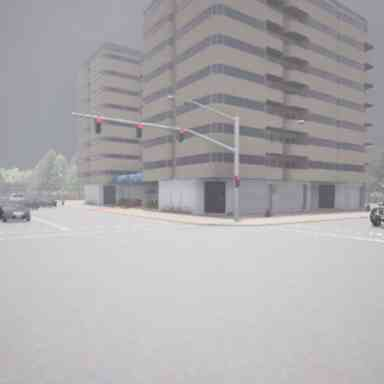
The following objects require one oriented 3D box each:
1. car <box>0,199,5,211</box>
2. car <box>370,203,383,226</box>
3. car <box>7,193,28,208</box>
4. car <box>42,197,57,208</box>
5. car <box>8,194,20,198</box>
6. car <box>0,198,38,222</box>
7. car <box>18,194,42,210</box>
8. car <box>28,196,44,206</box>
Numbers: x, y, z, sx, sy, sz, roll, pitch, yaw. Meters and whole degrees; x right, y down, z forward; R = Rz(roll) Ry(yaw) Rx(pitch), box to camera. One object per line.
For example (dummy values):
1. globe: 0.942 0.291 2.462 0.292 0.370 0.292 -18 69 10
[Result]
1. car: -25.089 1.614 42.166 1.895 1.301 4.718 0 0 -35
2. car: 14.556 1.325 22.970 5.566 2.045 2.150 0 0 -36
3. car: -26.981 1.250 51.312 2.150 2.045 5.566 0 0 -35
4. car: -21.484 1.534 49.559 2.128 1.511 4.902 0 0 -35
5. car: -19.237 1.365 33.769 2.097 1.767 4.553 0 0 -35
6. car: -14.052 1.505 26.338 2.128 1.511 4.902 0 0 -35
7. car: -21.418 1.381 43.351 2.097 1.767 4.553 0 0 -35
8. car: -26.811 1.548 57.184 1.837 1.490 4.892 0 0 -34
